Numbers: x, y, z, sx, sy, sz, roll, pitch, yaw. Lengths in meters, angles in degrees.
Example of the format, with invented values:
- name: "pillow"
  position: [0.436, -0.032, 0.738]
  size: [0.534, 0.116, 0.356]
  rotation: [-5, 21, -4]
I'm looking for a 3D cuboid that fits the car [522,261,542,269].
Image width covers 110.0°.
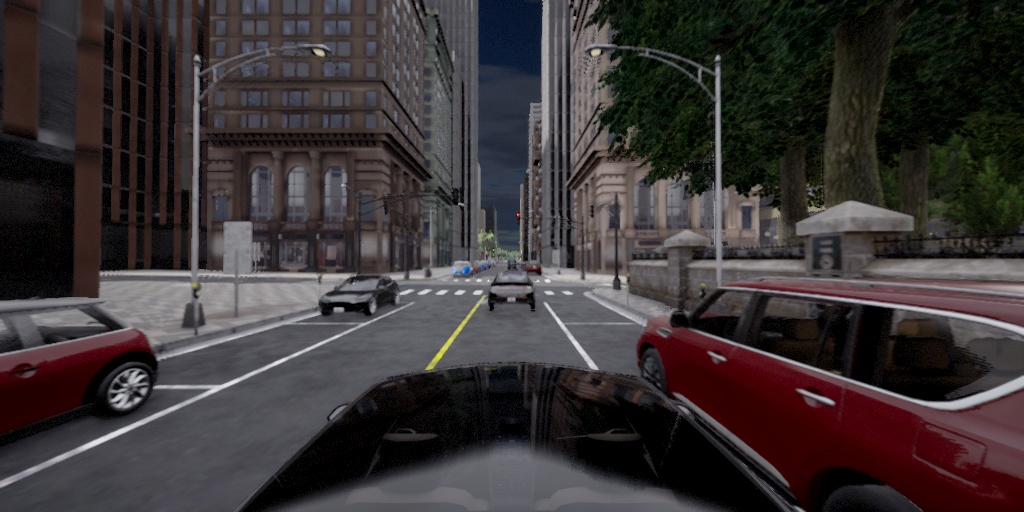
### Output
- name: "car"
  position: [2.765, 1.520, 46.218]
  size: [2.192, 1.841, 5.009]
  rotation: [0, 0, 0]

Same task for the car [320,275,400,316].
- name: "car"
  position: [-5.762, 1.438, 14.113]
  size: [1.948, 1.339, 4.313]
  rotation: [0, 0, 0]

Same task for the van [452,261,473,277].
- name: "van"
  position: [-5.761, 1.487, 40.769]
  size: [1.690, 1.789, 3.998]
  rotation: [0, 0, 0]

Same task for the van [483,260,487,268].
- name: "van"
  position: [-5.760, 1.729, 62.532]
  size: [1.690, 1.789, 3.998]
  rotation: [0, 0, 0]

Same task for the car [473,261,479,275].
- name: "car"
  position: [-5.760, 1.645, 46.209]
  size: [1.967, 1.591, 4.097]
  rotation: [0, 0, 0]

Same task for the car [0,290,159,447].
- name: "car"
  position: [-5.762, 1.204, 3.066]
  size: [1.967, 1.591, 4.097]
  rotation: [0, 0, 0]

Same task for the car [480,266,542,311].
- name: "car"
  position: [0.062, 1.377, 15.350]
  size: [2.128, 1.511, 4.902]
  rotation: [0, 0, 2]

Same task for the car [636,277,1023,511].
- name: "car"
  position: [2.763, 1.078, 3.077]
  size: [2.192, 1.841, 5.009]
  rotation: [0, 0, 0]

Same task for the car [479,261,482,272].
- name: "car"
  position: [-5.760, 1.811, 51.650]
  size: [1.888, 1.381, 4.507]
  rotation: [0, 0, 0]

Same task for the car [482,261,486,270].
- name: "car"
  position: [-5.760, 1.892, 57.090]
  size: [1.948, 1.339, 4.313]
  rotation: [0, 0, 0]
